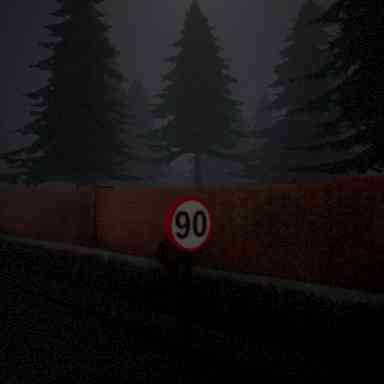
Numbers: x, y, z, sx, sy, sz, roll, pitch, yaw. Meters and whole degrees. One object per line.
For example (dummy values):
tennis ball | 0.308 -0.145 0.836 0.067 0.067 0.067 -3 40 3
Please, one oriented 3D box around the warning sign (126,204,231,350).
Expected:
warning sign | -0.176 1.149 5.212 1.060 1.860 1.300 -1 0 36
